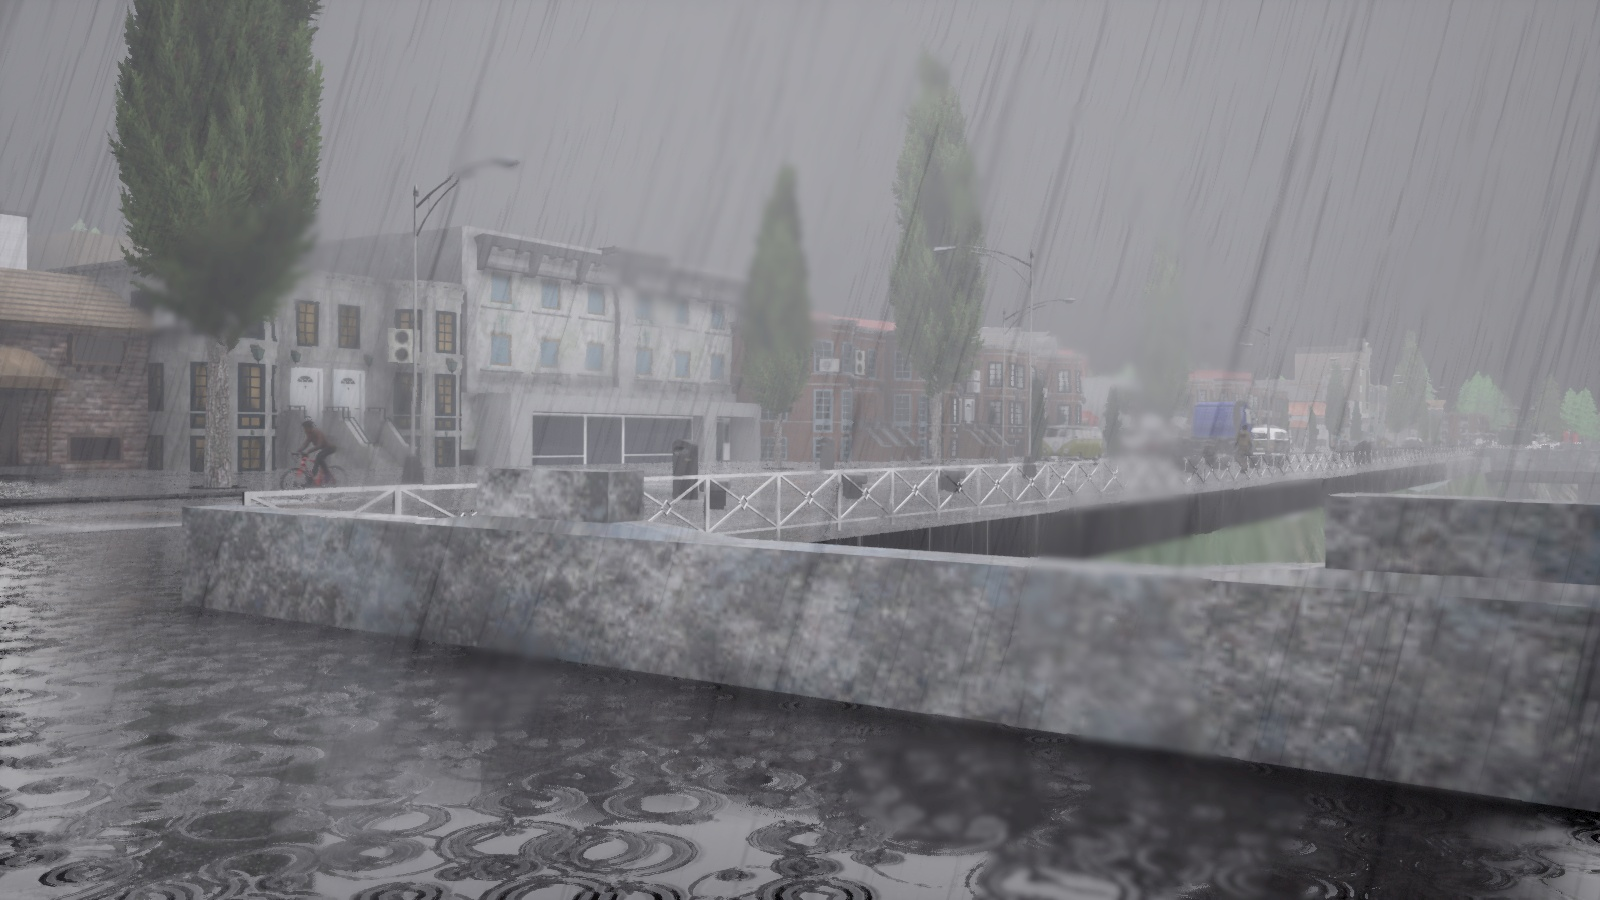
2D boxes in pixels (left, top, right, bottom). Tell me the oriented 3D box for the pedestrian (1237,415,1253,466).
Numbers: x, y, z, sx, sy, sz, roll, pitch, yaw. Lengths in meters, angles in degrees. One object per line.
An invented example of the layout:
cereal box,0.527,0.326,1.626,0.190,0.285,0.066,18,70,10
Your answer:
pedestrian,16.794,-0.358,47.389,0.396,1.930,0.692,0,1,37

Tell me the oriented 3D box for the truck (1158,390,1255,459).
truck,21.793,-1.363,67.005,2.891,3.462,7.936,0,1,34

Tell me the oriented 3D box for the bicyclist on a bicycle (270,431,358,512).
bicyclist on a bicycle,-10.108,0.419,26.153,0.582,1.620,1.656,0,1,34

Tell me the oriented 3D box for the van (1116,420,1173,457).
van,19.418,-0.656,70.659,1.775,1.987,4.442,0,1,34

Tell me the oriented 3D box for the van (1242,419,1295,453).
van,29.186,-0.876,78.148,2.069,2.038,4.480,0,1,34

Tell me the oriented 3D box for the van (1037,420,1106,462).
van,13.314,-0.475,61.457,1.775,1.987,4.442,0,1,34
